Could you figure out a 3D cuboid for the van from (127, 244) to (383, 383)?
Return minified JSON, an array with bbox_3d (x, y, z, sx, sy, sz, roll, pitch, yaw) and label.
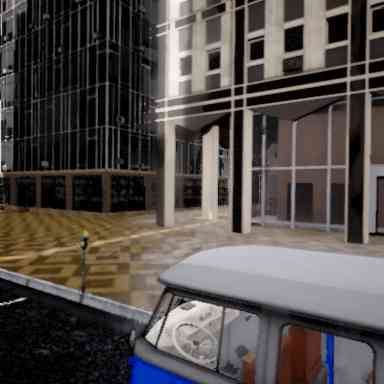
[{"bbox_3d":[1.368,1.340,1.894,3.998,1.788,1.690,0,1,35],"label":"van"}]
